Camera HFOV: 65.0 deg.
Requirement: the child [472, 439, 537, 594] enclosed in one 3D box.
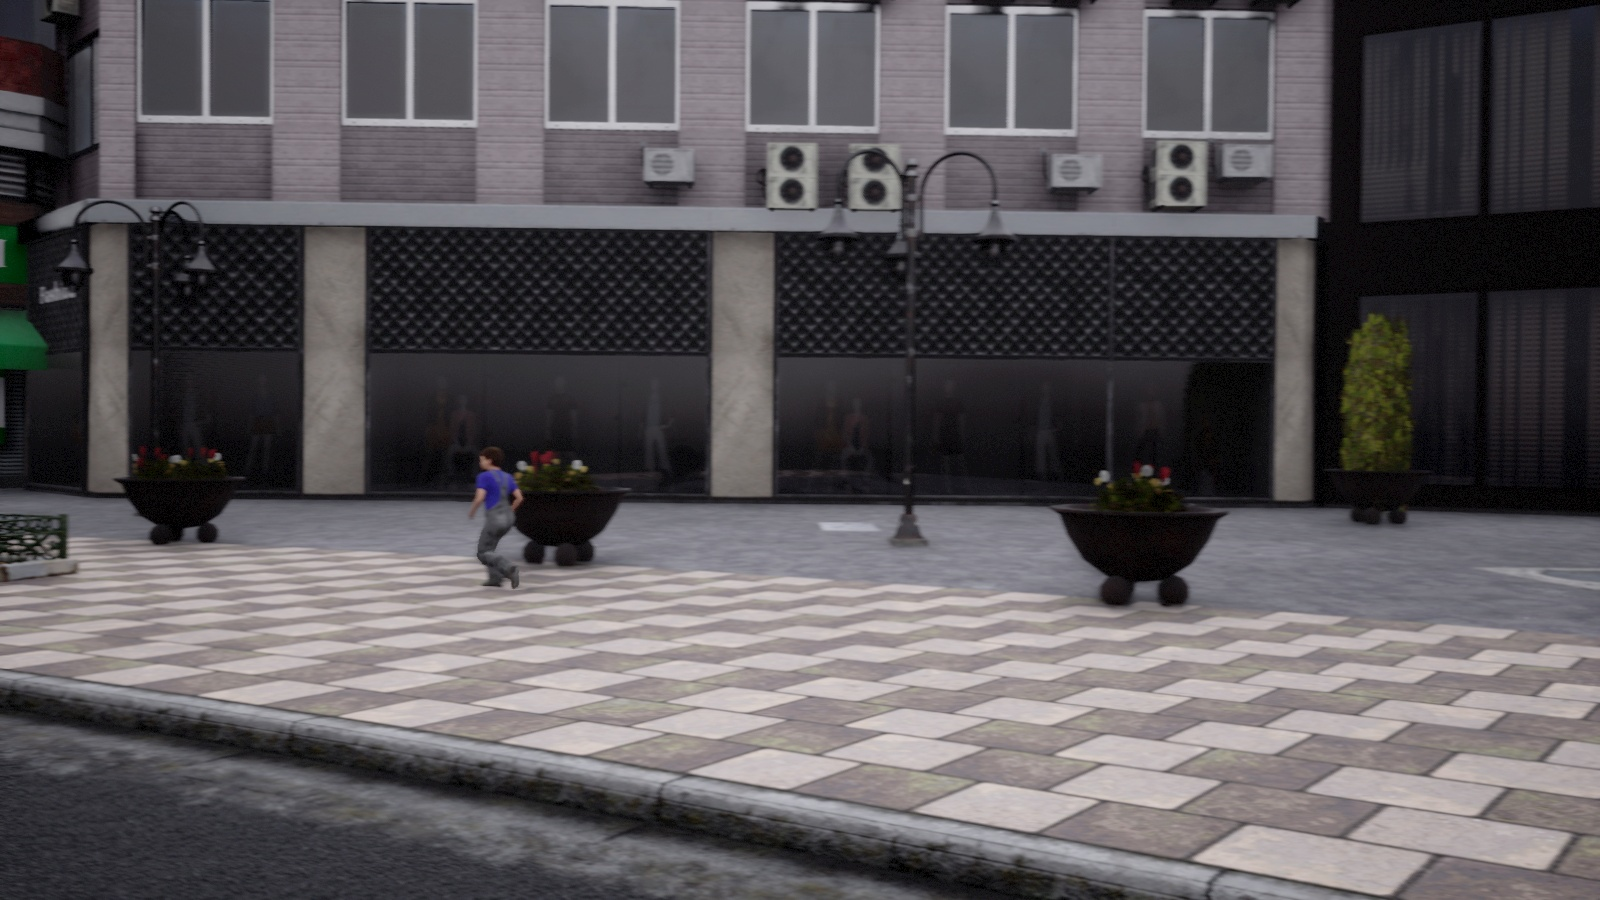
[{"bbox_3d":[-2.455,0.540,10.430,0.437,1.263,0.270,0,1,24],"label":"child"}]
